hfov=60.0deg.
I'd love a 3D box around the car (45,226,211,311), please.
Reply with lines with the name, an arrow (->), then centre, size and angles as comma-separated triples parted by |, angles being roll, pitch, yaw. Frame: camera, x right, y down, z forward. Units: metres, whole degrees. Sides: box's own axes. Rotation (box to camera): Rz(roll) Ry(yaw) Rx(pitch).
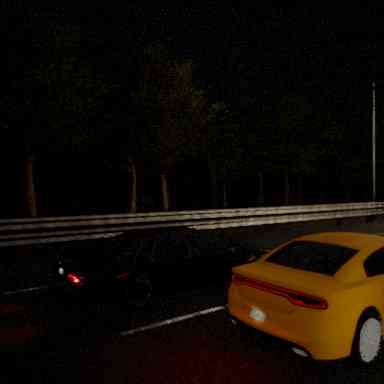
car -> -0.433, 1.531, 7.739 | 5.357, 1.411, 2.033 | 0, 0, -35

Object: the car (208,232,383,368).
car -> 2.878, 1.455, 5.802 | 5.008, 1.535, 1.882 | 0, 0, -35
